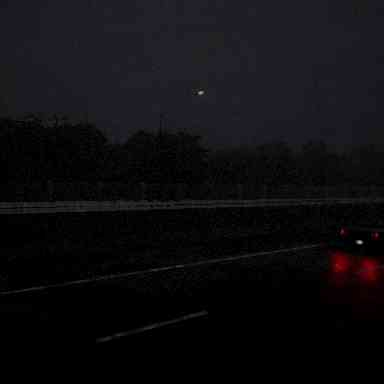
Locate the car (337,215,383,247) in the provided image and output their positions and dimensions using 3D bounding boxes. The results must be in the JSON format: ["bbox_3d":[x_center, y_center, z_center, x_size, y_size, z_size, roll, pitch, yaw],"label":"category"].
[{"bbox_3d":[8.195,1.622,13.899,4.718,1.301,1.895,0,0,-35],"label":"car"}]
